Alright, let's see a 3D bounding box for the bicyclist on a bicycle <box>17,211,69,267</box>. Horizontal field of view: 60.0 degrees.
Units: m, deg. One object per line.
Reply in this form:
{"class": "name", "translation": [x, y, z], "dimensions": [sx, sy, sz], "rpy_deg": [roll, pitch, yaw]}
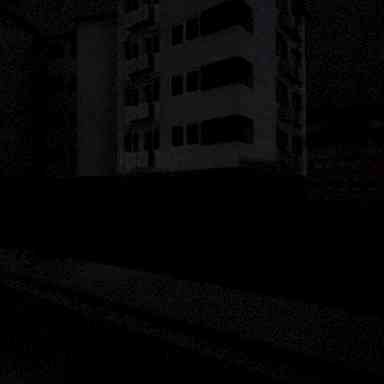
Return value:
{"class": "bicyclist on a bicycle", "translation": [-4.498, 1.419, 10.169], "dimensions": [0.582, 1.620, 1.656], "rpy_deg": [-1, -2, 37]}
